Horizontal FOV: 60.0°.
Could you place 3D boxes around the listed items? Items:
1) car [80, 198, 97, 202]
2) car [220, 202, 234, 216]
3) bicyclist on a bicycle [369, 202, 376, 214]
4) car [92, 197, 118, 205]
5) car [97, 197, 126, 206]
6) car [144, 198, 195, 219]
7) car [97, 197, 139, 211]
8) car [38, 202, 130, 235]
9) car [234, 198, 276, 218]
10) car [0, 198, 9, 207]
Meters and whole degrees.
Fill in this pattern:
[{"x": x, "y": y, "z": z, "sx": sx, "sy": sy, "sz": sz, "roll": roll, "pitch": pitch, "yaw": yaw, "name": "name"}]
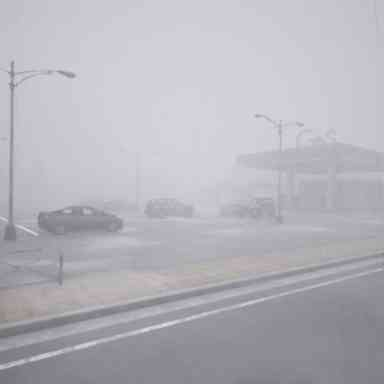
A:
[{"x": -14.485, "y": 1.663, "z": 48.624, "sx": 3.633, "sy": 1.501, "sz": 1.845, "roll": 1, "pitch": 0, "yaw": -36, "name": "car"}, {"x": 4.859, "y": 1.779, "z": 34.922, "sx": 3.806, "sy": 1.475, "sz": 1.970, "roll": 1, "pitch": 0, "yaw": -36, "name": "car"}, {"x": 23.302, "y": 2.057, "z": 42.935, "sx": 1.656, "sy": 1.620, "sz": 0.582, "roll": 0, "pitch": 0, "yaw": -35, "name": "bicyclist on a bicycle"}, {"x": -17.031, "y": 1.754, "z": 65.239, "sx": 4.514, "sy": 1.523, "sz": 2.007, "roll": 1, "pitch": 0, "yaw": -36, "name": "car"}, {"x": -15.159, "y": 1.746, "z": 62.722, "sx": 5.027, "sy": 1.636, "sz": 2.152, "roll": 1, "pitch": 0, "yaw": -36, "name": "car"}, {"x": -2.005, "y": 1.436, "z": 29.948, "sx": 4.605, "sy": 1.855, "sz": 1.932, "roll": 1, "pitch": 0, "yaw": -36, "name": "car"}, {"x": -8.692, "y": 1.642, "z": 40.481, "sx": 4.514, "sy": 1.523, "sz": 2.007, "roll": 1, "pitch": 0, "yaw": -36, "name": "car"}, {"x": -6.091, "y": 1.542, "z": 18.471, "sx": 4.514, "sy": 1.523, "sz": 2.007, "roll": 1, "pitch": 0, "yaw": -36, "name": "car"}, {"x": 6.304, "y": 1.490, "z": 31.866, "sx": 3.866, "sy": 1.878, "sz": 1.905, "roll": 1, "pitch": 0, "yaw": -36, "name": "car"}, {"x": -30.408, "y": 1.623, "z": 51.956, "sx": 3.806, "sy": 1.475, "sz": 1.970, "roll": 1, "pitch": 0, "yaw": -36, "name": "car"}]
